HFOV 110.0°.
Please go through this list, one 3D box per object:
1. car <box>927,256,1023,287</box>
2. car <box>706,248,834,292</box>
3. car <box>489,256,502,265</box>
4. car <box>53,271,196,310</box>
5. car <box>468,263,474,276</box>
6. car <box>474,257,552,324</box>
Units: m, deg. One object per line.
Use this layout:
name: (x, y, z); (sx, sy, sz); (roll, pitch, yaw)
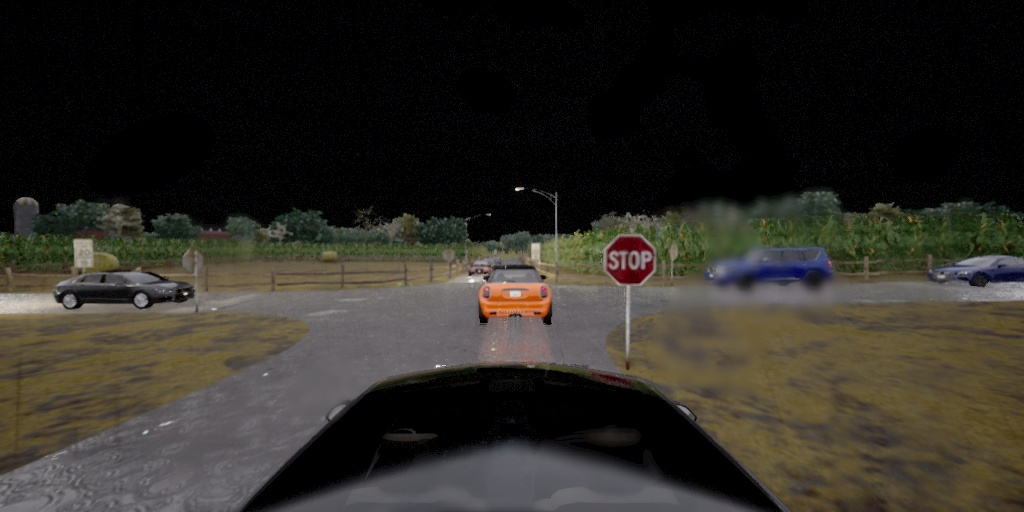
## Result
car: (23.885, 0.729, 17.983); (4.674, 1.442, 1.812); (-1, 1, 0)
car: (12.812, 0.633, 17.973); (5.566, 2.045, 2.150); (-1, 1, -1)
car: (-2.760, 0.784, 61.482); (1.837, 1.490, 4.892); (0, 1, 1)
car: (-16.174, 1.366, 15.123); (4.892, 1.490, 1.837); (-1, 1, 1)
car: (-2.833, 1.114, 32.960); (1.994, 1.385, 4.181); (0, 0, 0)
car: (0.091, 1.053, 11.921); (2.097, 1.767, 4.553); (0, 0, 0)
